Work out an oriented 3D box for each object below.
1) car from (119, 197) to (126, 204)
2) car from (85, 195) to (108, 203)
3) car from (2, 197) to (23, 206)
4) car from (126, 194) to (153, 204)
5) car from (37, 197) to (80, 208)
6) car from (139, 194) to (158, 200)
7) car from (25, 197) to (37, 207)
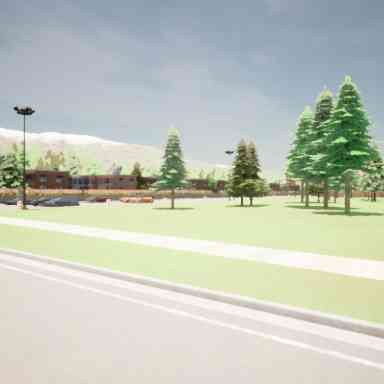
[{"bbox_3d":[-12.094,1.351,64.898,2.097,1.767,4.553,0,0,35],"label":"car"},{"bbox_3d":[-19.180,1.355,66.899,2.097,1.767,4.553,0,0,35],"label":"car"},{"bbox_3d":[-27.946,1.547,54.511,2.033,1.411,5.357,0,0,35],"label":"car"},{"bbox_3d":[-9.523,1.351,62.504,2.097,1.767,4.553,0,0,35],"label":"car"},{"bbox_3d":[-19.187,1.547,48.728,2.033,1.411,5.357,0,0,35],"label":"car"},{"bbox_3d":[-10.315,1.210,79.589,1.895,1.301,4.718,0,0,35],"label":"car"},{"bbox_3d":[-22.089,1.477,50.680,1.882,1.535,5.008,0,0,35],"label":"car"}]
